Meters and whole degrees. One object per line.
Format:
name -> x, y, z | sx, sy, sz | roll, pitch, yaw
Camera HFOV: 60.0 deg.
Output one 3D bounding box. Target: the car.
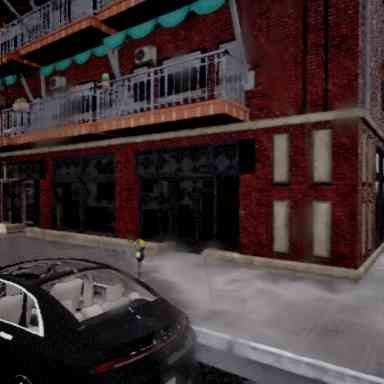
car -> -2.010, 1.561, 4.299 | 4.403, 1.369, 2.008 | 0, 0, 36
